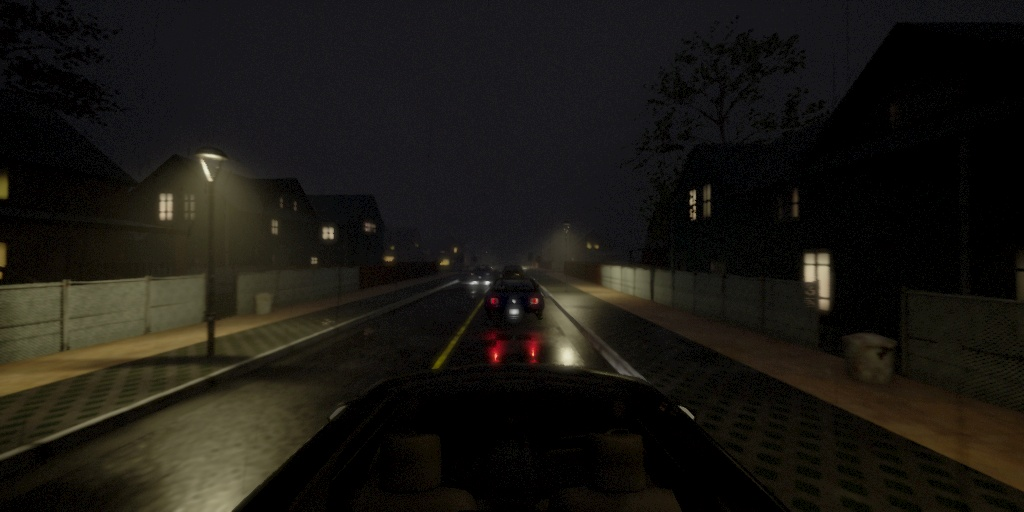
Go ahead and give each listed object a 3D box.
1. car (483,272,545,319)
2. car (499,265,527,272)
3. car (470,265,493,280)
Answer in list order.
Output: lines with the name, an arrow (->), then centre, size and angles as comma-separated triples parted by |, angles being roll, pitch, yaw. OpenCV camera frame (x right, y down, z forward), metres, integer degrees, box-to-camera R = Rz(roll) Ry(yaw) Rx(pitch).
car -> 0.082, 1.412, 13.057 | 1.895, 1.301, 4.718 | 0, 0, 0
car -> 0.084, 1.434, 27.650 | 1.837, 1.490, 4.892 | 0, 0, 0
car -> -2.806, 1.531, 34.218 | 2.033, 1.411, 5.357 | 0, 0, 0
